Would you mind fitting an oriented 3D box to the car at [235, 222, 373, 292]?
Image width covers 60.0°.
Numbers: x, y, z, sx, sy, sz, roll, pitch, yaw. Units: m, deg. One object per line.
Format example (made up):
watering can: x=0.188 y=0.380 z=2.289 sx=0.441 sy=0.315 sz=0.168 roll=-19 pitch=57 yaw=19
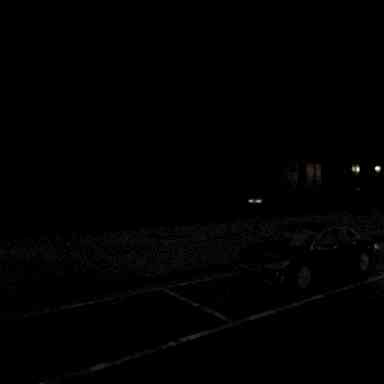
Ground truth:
car: x=3.061 y=1.502 z=8.715 sx=4.403 sy=1.369 sz=2.008 roll=0 pitch=0 yaw=-35
